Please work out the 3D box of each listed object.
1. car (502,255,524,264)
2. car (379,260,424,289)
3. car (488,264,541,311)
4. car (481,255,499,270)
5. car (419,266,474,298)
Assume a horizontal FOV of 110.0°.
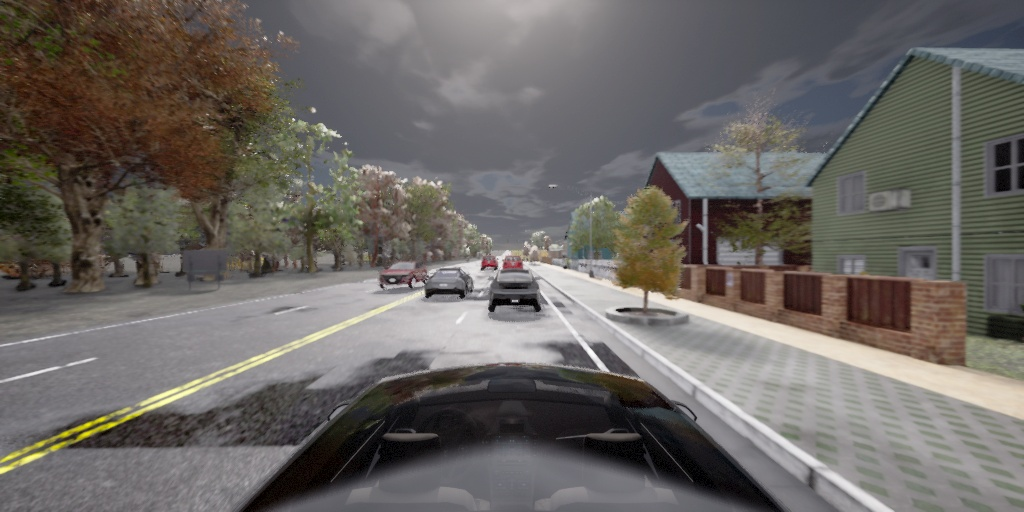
[{"bbox_3d":[0.105,0.946,38.895,2.150,2.045,5.566,0,0,0],"label":"car"},{"bbox_3d":[-6.497,1.026,21.987,1.882,1.535,5.008,0,0,0],"label":"car"},{"bbox_3d":[0.102,1.254,14.459,1.837,1.490,4.892,0,0,0],"label":"car"},{"bbox_3d":[-3.142,0.932,51.243,2.150,2.045,5.566,0,0,0],"label":"car"},{"bbox_3d":[-3.148,1.310,18.559,1.994,1.385,4.181,0,0,0],"label":"car"}]
